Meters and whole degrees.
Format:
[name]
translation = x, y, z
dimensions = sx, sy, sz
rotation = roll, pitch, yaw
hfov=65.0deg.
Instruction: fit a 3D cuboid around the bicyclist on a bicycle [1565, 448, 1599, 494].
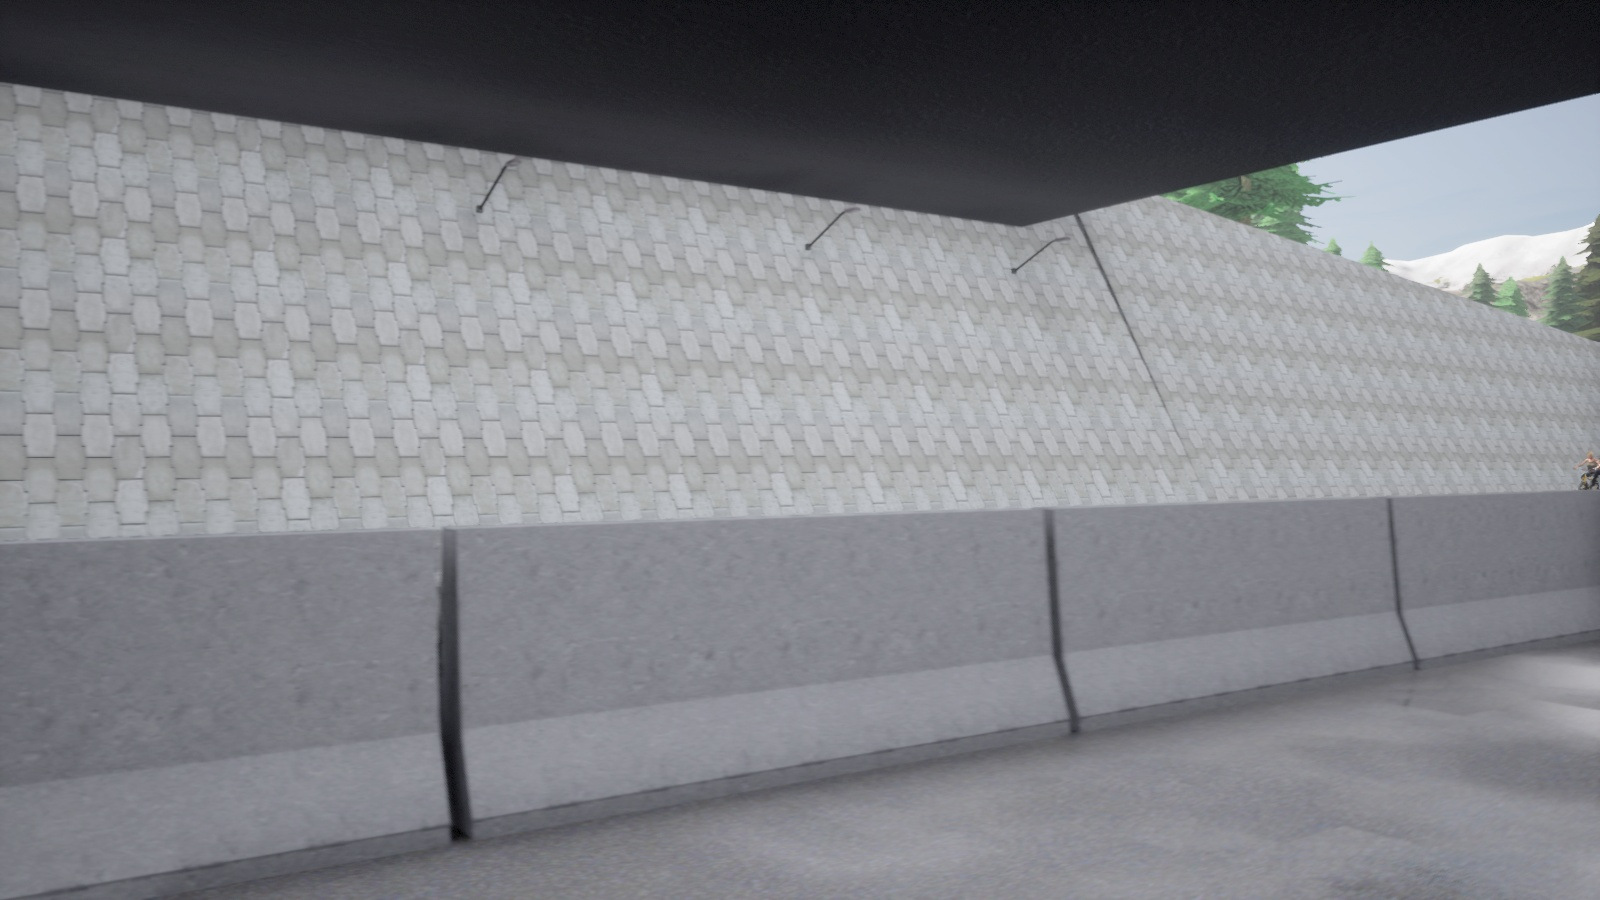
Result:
[bicyclist on a bicycle]
translation = 27.778, 0.731, 44.258
dimensions = 1.509, 1.612, 0.866
rotation = 0, 0, -34
